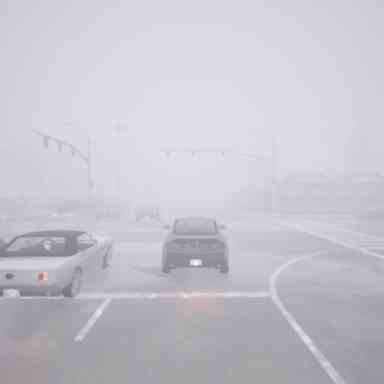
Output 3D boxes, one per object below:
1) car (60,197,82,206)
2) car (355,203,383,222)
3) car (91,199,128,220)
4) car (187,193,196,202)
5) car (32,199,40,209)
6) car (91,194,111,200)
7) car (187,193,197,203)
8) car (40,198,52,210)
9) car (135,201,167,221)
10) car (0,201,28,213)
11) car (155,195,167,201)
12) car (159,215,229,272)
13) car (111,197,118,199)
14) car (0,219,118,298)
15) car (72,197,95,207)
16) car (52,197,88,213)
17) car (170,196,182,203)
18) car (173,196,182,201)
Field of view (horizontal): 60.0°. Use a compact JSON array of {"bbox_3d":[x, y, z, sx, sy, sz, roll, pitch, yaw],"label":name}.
[{"bbox_3d":[-21.007,1.605,57.912,2.128,1.511,4.902,0,0,0],"label":"car"},{"bbox_3d":[15.202,1.535,25.775,4.674,1.442,1.812,0,0,2],"label":"car"},{"bbox_3d":[-6.904,1.600,28.767,2.033,1.411,5.357,0,0,0],"label":"car"},{"bbox_3d":[-0.010,1.331,83.480,2.150,2.045,5.566,0,0,1],"label":"car"},{"bbox_3d":[-21.027,1.627,47.566,1.812,1.442,4.674,0,0,0],"label":"car"},{"bbox_3d":[-14.034,1.311,48.675,2.150,2.045,5.566,0,0,0],"label":"car"},{"bbox_3d":[-0.009,1.619,73.225,2.128,1.511,4.902,0,0,0],"label":"car"},{"bbox_3d":[-17.565,1.582,44.055,2.128,1.511,4.902,0,0,0],"label":"car"},{"bbox_3d":[-3.405,1.645,27.392,1.895,1.301,4.718,0,0,0],"label":"car"},{"bbox_3d":[-21.086,1.691,38.620,1.895,1.301,4.718,0,0,0],"label":"car"},{"bbox_3d":[-7.009,1.626,71.957,1.812,1.442,4.674,0,0,0],"label":"car"},{"bbox_3d":[0.097,1.525,10.876,1.837,1.490,4.892,0,0,0],"label":"car"},{"bbox_3d":[-14.007,1.607,58.807,1.837,1.490,4.892,0,0,0],"label":"car"},{"bbox_3d":[-3.401,1.622,8.513,1.895,1.301,4.718,0,0,0],"label":"car"},{"bbox_3d":[-17.507,1.594,53.852,2.128,1.511,4.902,0,0,0],"label":"car"},{"bbox_3d":[-14.054,1.555,38.737,1.882,1.535,5.008,0,0,-1],"label":"car"},{"bbox_3d":[-3.509,1.619,71.957,1.812,1.442,4.674,0,0,0],"label":"car"},{"bbox_3d":[-3.510,1.594,81.158,1.895,1.301,4.718,0,0,0],"label":"car"}]
